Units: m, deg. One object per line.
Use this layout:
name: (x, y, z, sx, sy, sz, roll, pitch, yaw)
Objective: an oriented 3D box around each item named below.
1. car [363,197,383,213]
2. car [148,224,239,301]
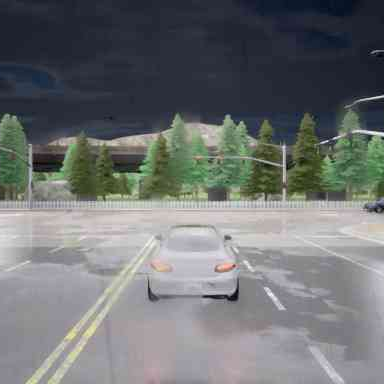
car: (20.729, 1.296, 35.327, 4.553, 1.767, 2.097, 0, 0, 0)
car: (0.032, 1.526, 8.192, 1.812, 1.442, 4.674, 0, 0, 0)
